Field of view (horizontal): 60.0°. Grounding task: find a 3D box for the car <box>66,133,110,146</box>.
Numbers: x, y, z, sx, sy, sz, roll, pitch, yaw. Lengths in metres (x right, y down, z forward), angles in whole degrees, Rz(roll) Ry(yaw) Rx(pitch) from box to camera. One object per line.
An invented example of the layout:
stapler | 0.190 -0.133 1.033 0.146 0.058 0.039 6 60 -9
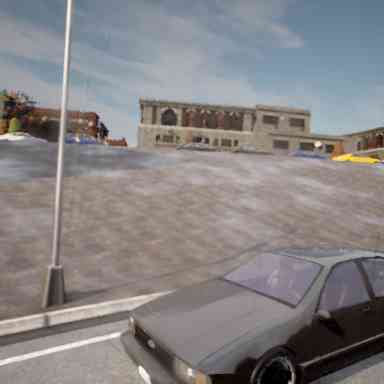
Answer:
car | -10.014 -4.646 31.606 4.553 1.767 2.185 2 -1 -6

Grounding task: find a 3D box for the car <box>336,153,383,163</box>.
car | 17.293 -3.237 35.009 5.008 1.535 2.097 3 -1 -9

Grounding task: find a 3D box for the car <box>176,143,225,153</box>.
car | 0.844 -4.044 32.817 4.892 1.521 2.231 2 -1 -6

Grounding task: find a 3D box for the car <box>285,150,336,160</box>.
car | 11.815 -3.478 34.163 4.674 1.452 2.002 3 -1 -8

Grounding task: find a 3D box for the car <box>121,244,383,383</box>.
car | 1.782 1.543 4.878 5.357 1.411 2.033 0 0 -31

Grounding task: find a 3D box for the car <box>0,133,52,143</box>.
car | -15.475 -4.718 30.993 4.674 1.452 2.002 2 -1 -6

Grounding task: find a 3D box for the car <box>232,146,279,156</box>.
car | 6.323 -3.792 33.438 4.892 1.521 2.231 3 -1 -7
